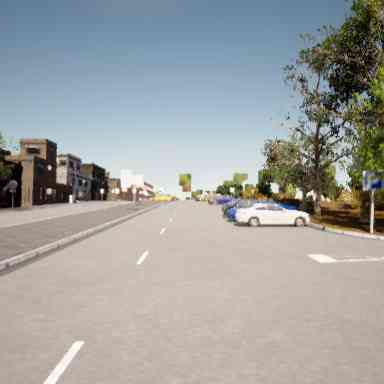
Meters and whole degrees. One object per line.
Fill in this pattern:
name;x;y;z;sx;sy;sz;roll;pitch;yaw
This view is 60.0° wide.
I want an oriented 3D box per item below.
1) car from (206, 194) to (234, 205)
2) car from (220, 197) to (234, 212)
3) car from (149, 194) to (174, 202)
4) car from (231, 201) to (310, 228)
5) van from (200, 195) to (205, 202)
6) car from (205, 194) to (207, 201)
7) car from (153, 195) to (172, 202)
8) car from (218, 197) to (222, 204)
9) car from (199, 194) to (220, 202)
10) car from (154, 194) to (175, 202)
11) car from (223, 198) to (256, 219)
car;5.115;1.320;55.263;4.553;1.767;2.185;0;0;0
car;5.079;1.434;27.651;4.892;1.521;2.231;0;0;0
car;-7.569;1.603;79.765;5.366;1.575;1.946;0;-1;0
car;5.082;1.471;21.229;4.674;1.452;2.002;0;0;0
van;4.772;1.375;79.229;4.442;1.987;1.878;0;-1;0
car;5.042;1.488;58.433;4.674;1.452;2.002;0;0;0
car;-7.379;1.532;82.686;4.553;1.767;2.185;0;-1;-1
car;5.081;1.475;30.927;4.674;1.452;2.002;0;0;0
car;4.763;1.587;90.401;5.566;2.045;2.435;0;-2;-1
car;-7.469;1.626;91.916;5.566;2.045;2.435;0;-1;-1
car;5.090;1.432;24.377;5.008;1.535;2.097;0;0;0
